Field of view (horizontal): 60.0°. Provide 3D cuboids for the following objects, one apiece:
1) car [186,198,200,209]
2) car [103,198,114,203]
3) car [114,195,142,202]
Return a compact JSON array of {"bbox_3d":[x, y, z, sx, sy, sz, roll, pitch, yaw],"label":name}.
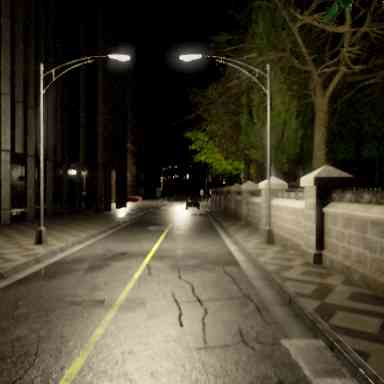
[{"bbox_3d":[0.103,1.573,45.784,2.128,1.511,4.902,0,0,0],"label":"car"},{"bbox_3d":[-20.241,1.927,77.737,4.829,1.417,1.752,-1,1,0],"label":"car"},{"bbox_3d":[-14.873,1.643,77.717,5.009,1.841,2.192,-1,1,0],"label":"car"}]
